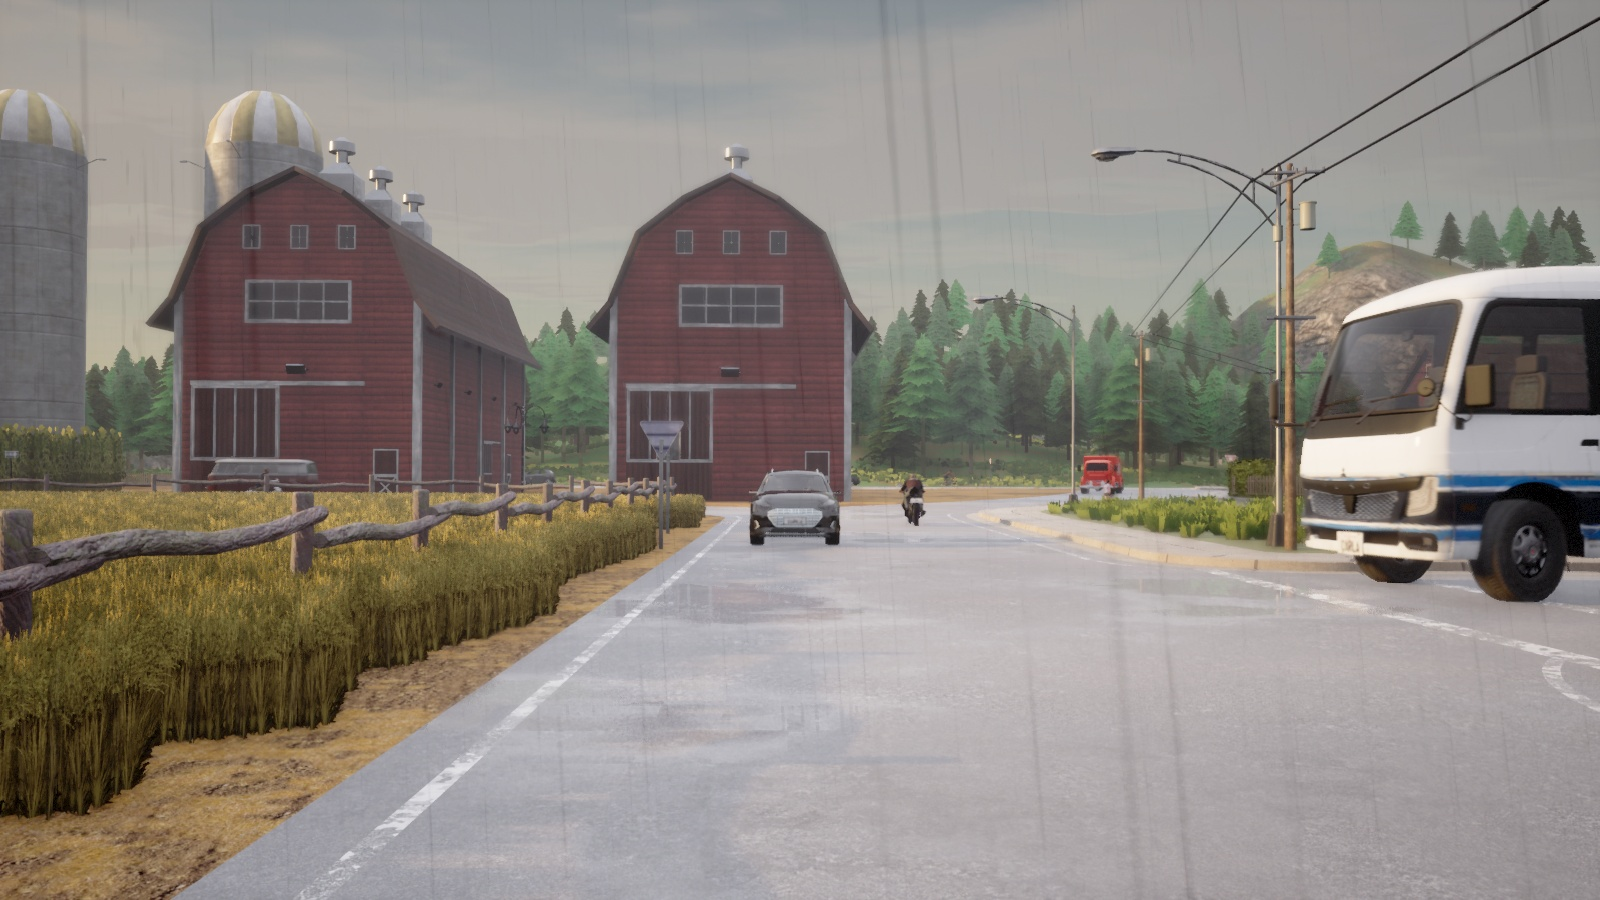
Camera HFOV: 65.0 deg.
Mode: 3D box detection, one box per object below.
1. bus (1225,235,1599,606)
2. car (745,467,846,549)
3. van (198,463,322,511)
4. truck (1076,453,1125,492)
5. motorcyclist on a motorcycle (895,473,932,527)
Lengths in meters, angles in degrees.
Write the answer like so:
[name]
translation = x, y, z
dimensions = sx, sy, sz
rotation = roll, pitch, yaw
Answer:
[bus]
translation = 11.540, -0.325, 16.898
dimensions = 10.273, 4.253, 3.944
rotation = 0, -1, -6
[car]
translation = -0.104, 1.212, 27.875
dimensions = 2.033, 1.649, 4.856
rotation = 0, -1, 0
[van]
translation = -22.557, 1.538, 52.575
dimensions = 4.442, 1.987, 1.775
rotation = 0, -1, -3
[truck]
translation = 19.602, 1.467, 81.766
dimensions = 2.627, 2.467, 5.204
rotation = -1, -1, 19
[motorcyclist on a motorcycle]
translation = 3.347, 1.459, 37.148
dimensions = 0.866, 1.530, 2.191
rotation = 0, -1, 0
